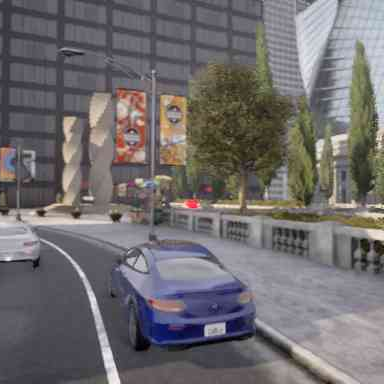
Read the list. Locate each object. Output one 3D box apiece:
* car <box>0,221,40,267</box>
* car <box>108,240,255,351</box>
[{"bbox_3d":[-6.516,1.752,11.803,1.812,1.442,4.674,1,-2,-29],"label":"car"},{"bbox_3d":[-0.502,1.675,6.507,1.812,1.442,4.674,1,-1,-21],"label":"car"}]
